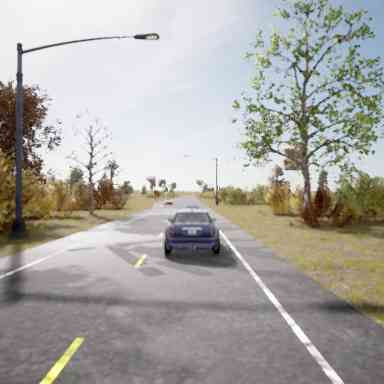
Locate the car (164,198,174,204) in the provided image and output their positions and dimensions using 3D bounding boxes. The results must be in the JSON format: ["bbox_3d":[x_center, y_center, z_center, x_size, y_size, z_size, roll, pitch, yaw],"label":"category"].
[{"bbox_3d":[-5.022,2.139,72.312,1.882,1.535,5.008,0,0,-7],"label":"car"}]

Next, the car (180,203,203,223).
[{"bbox_3d":[-0.041,1.792,29.284,1.837,1.490,4.892,0,0,0],"label":"car"}]

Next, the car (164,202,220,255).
[{"bbox_3d":[0.002,1.487,14.074,2.097,1.767,4.553,0,-1,0],"label":"car"}]
